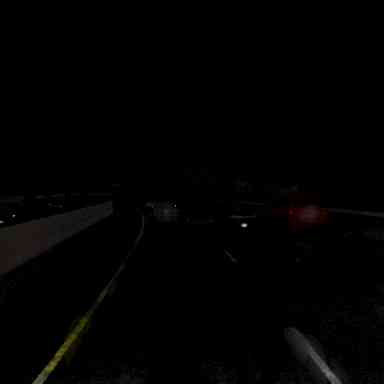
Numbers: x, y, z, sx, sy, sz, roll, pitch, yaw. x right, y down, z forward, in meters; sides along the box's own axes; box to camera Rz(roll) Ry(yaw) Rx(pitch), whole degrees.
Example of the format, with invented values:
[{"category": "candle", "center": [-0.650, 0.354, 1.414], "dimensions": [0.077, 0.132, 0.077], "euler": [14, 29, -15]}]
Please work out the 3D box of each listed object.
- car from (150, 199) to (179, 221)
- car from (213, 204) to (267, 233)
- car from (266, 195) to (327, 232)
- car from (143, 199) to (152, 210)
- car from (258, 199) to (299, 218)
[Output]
[{"category": "car", "center": [-2.183, 1.532, 27.154], "dimensions": [1.994, 1.385, 4.181], "euler": [0, 0, -9]}, {"category": "car", "center": [2.400, 1.464, 19.274], "dimensions": [2.128, 1.511, 4.902], "euler": [0, 0, -6]}, {"category": "car", "center": [5.876, 1.188, 19.841], "dimensions": [2.150, 2.045, 5.566], "euler": [0, 0, -6]}, {"category": "car", "center": [-5.208, 1.555, 42.720], "dimensions": [1.895, 1.301, 4.718], "euler": [0, 0, -13]}, {"category": "car", "center": [7.877, 1.454, 30.772], "dimensions": [1.837, 1.490, 4.892], "euler": [0, 0, -9]}]
